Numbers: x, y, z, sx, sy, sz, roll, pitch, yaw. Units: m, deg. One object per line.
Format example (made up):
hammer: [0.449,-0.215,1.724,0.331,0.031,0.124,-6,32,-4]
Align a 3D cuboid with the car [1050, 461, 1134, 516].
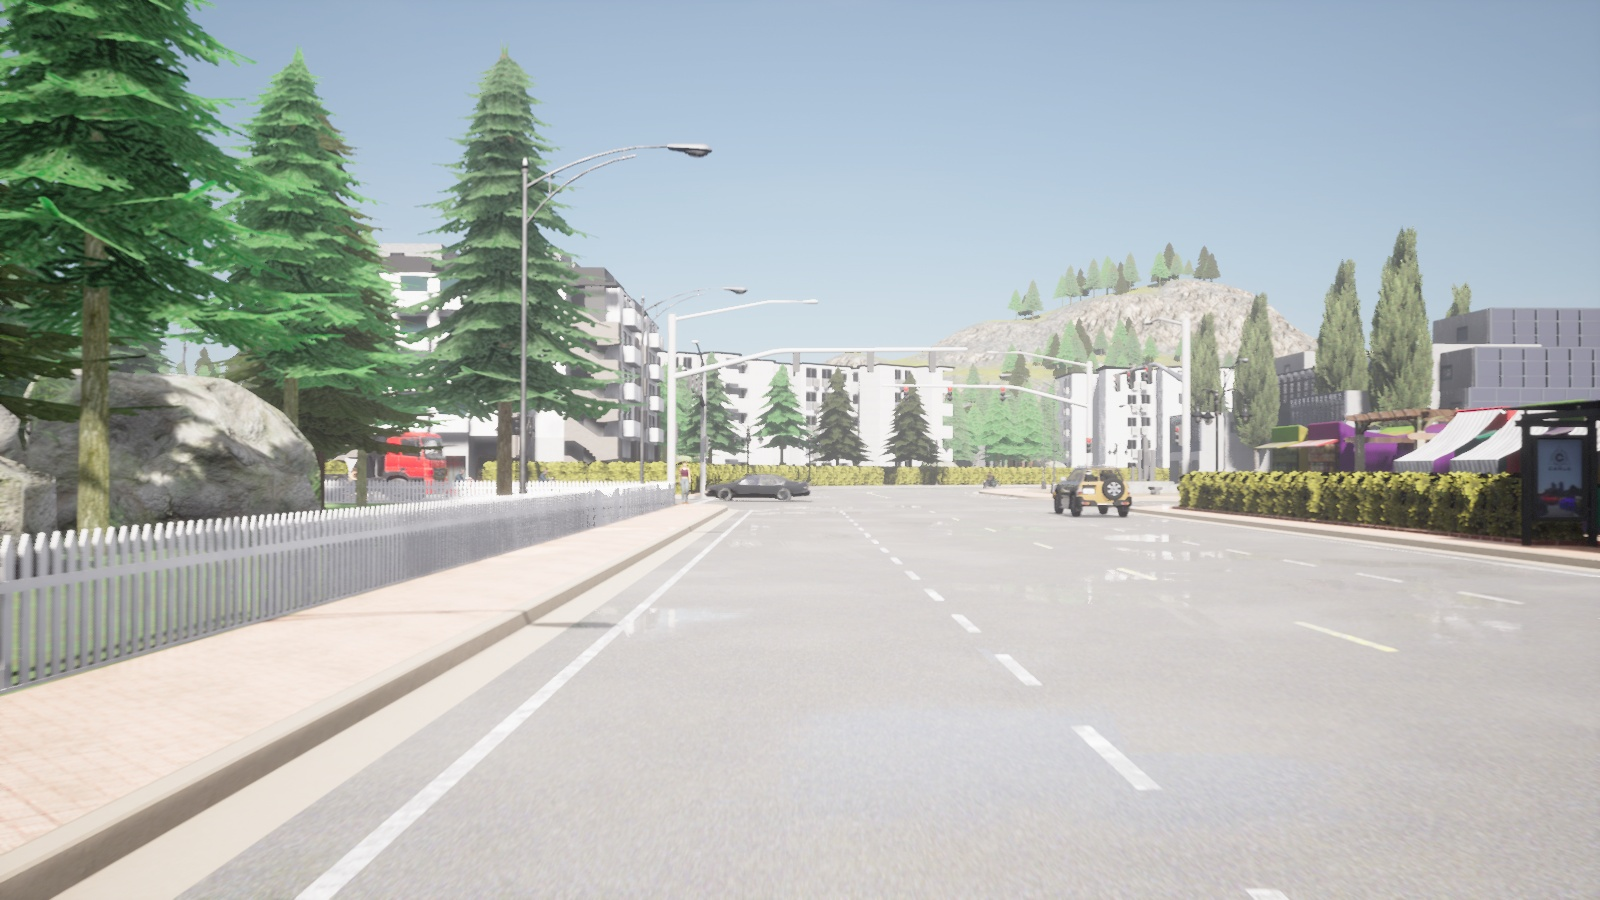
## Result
car: [10.384,1.343,44.968,1.932,1.855,4.605,0,-1,0]

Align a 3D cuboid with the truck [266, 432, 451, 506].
truck: [-21.314,0.937,60.853,7.936,3.462,2.891,0,-1,1]

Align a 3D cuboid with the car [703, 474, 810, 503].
car: [-2.165,1.941,63.902,5.357,1.411,2.033,0,-1,1]

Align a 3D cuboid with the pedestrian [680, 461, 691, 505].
pedestrian: [-4.764,1.366,52.173,0.345,1.836,0.594,0,-1,-14]
